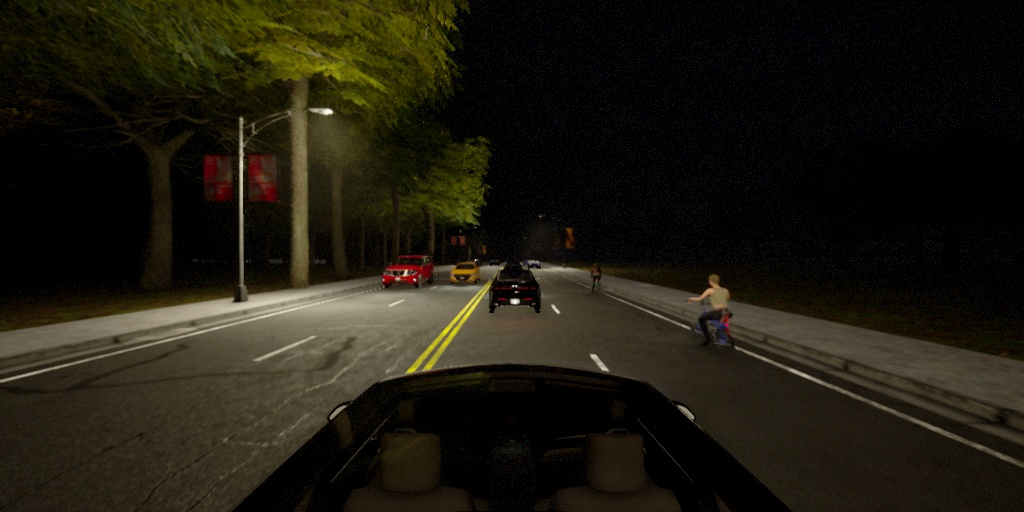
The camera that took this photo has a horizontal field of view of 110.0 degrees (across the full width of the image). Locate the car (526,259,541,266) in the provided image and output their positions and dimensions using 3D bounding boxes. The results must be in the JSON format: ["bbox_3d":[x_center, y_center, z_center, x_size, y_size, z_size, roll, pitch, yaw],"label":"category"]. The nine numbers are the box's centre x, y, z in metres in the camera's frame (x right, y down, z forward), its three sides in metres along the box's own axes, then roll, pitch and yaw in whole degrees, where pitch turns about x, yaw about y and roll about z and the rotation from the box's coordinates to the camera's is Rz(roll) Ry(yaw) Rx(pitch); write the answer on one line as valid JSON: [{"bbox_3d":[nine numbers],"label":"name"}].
[{"bbox_3d":[3.341,1.337,55.770,1.895,1.301,4.718,0,0,0],"label":"car"}]

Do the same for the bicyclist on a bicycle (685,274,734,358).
[{"bbox_3d":[4.165,1.180,7.486,0.866,1.612,1.509,0,0,0],"label":"bicyclist on a bicycle"}]

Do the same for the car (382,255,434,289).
[{"bbox_3d":[-6.603,0.954,23.515,2.150,2.045,5.566,0,0,0],"label":"car"}]

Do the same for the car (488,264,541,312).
[{"bbox_3d":[0.099,1.243,14.227,1.837,1.490,4.892,0,0,0],"label":"car"}]

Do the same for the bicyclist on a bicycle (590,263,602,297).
[{"bbox_3d":[4.141,1.189,17.716,0.582,1.620,1.656,0,0,0],"label":"bicyclist on a bicycle"}]

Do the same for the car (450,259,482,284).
[{"bbox_3d":[-3.351,1.210,26.675,1.882,1.535,5.008,0,0,0],"label":"car"}]

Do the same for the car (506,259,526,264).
[{"bbox_3d":[0.095,1.256,32.745,1.812,1.442,4.674,0,0,0],"label":"car"}]
